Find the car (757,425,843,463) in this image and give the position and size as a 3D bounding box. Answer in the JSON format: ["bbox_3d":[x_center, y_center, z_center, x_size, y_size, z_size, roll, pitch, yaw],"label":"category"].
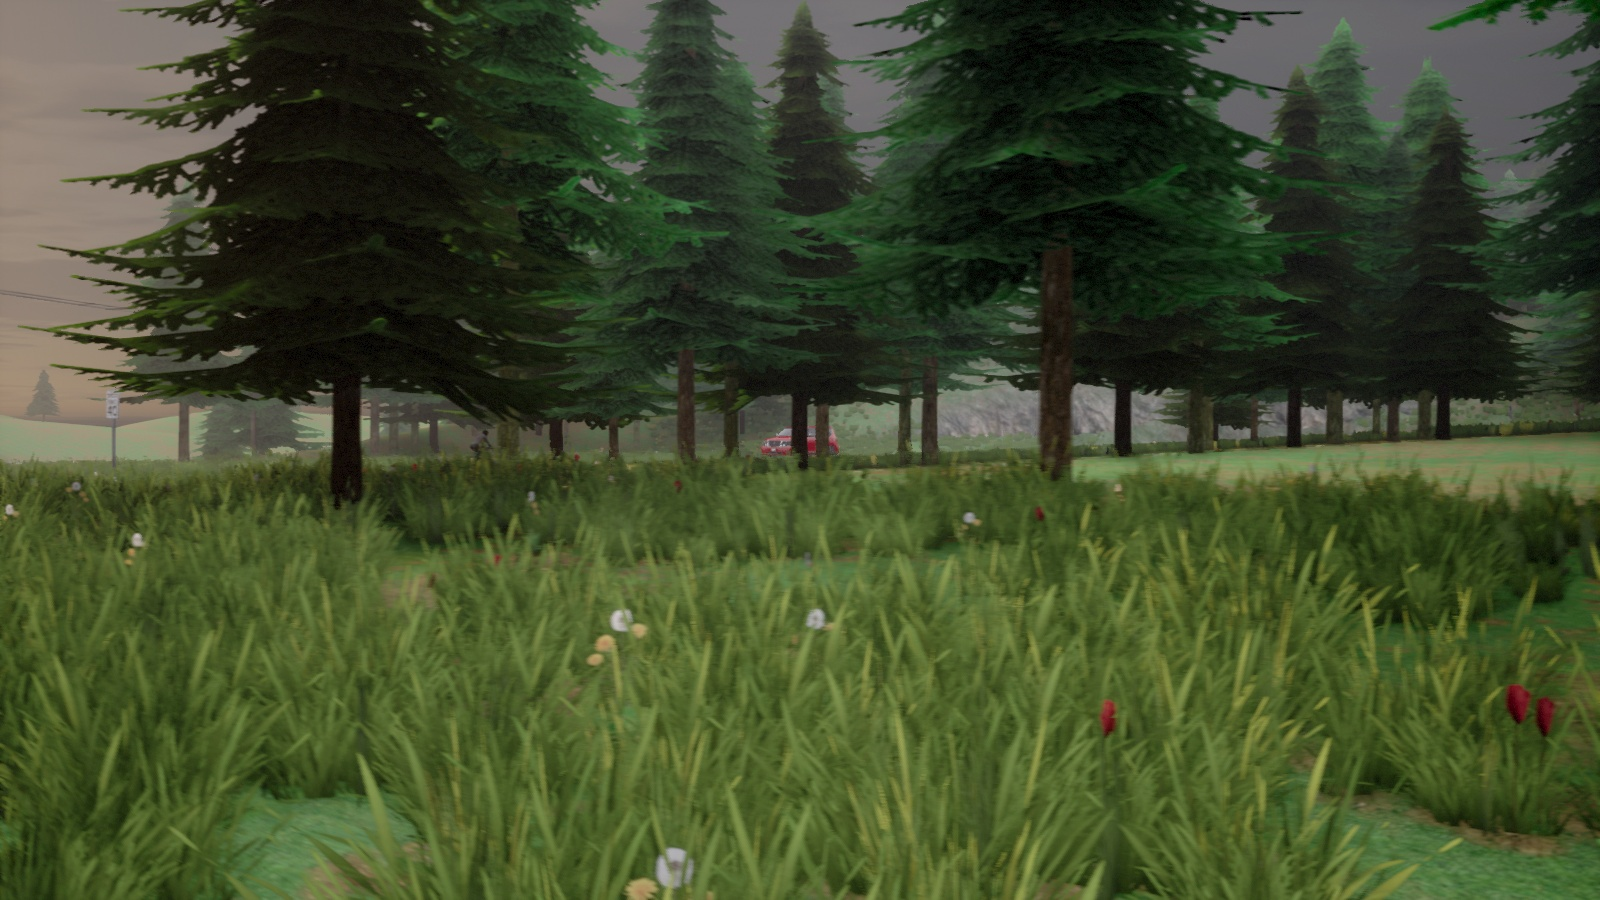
[{"bbox_3d":[0.066,-0.375,70.701,2.150,2.045,5.566,0,1,33],"label":"car"}]
